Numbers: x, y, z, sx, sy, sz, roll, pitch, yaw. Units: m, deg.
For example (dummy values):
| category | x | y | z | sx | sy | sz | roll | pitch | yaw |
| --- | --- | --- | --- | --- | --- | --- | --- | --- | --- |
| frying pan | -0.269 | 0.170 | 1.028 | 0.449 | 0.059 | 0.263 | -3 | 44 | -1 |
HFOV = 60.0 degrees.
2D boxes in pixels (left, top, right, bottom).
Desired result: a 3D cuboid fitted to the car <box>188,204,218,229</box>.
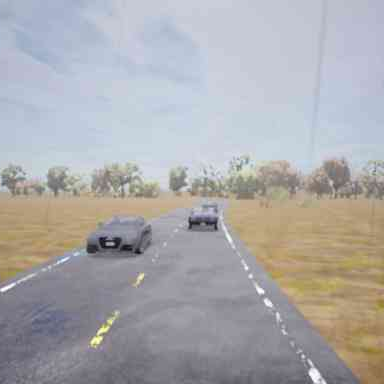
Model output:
| category | x | y | z | sx | sy | sz | roll | pitch | yaw |
| --- | --- | --- | --- | --- | --- | --- | --- | --- | --- |
| car | 0.806 | 1.723 | 22.892 | 1.895 | 1.301 | 4.718 | 0 | 0 | 3 |

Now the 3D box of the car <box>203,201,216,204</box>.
| category | x | y | z | sx | sy | sz | roll | pitch | yaw |
| --- | --- | --- | --- | --- | --- | --- | --- | --- | --- |
| car | 2.189 | 1.764 | 40.756 | 2.033 | 1.411 | 5.357 | 0 | 0 | 6 |

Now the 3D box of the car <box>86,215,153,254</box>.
| category | x | y | z | sx | sy | sz | roll | pitch | yaw |
| --- | --- | --- | --- | --- | --- | --- | --- | --- | --- |
| car | -2.805 | 1.633 | 13.644 | 1.994 | 1.385 | 4.181 | 0 | 0 | 2 |
